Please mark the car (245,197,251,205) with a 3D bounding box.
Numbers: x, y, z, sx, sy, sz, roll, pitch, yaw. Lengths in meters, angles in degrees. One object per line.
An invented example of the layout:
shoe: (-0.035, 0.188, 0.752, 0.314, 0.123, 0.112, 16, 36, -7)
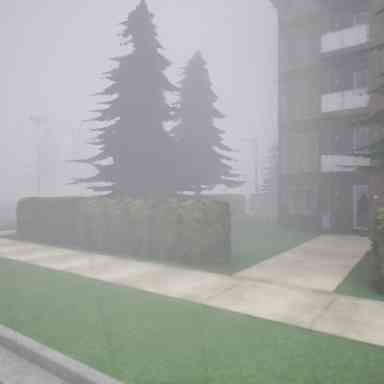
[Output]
car: (10.293, 1.564, 57.380, 1.994, 1.385, 4.181, 0, 0, 36)
